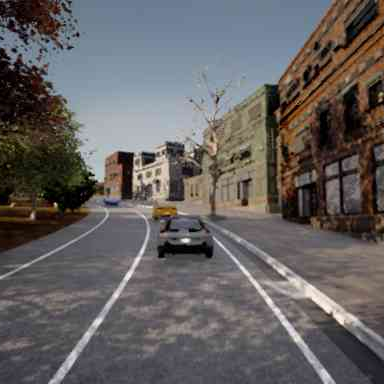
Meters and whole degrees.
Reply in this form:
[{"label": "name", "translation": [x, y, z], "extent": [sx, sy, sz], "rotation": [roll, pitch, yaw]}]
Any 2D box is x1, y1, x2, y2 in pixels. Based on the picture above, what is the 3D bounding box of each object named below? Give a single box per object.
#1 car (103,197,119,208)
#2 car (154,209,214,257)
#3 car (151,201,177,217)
[{"label": "car", "translation": [-11.986, 1.426, 49.031], "extent": [1.882, 1.535, 5.008], "rotation": [3, -1, -22]}, {"label": "car", "translation": [-0.313, 1.582, 13.012], "extent": [1.994, 1.385, 4.181], "rotation": [1, 0, -3]}, {"label": "car", "translation": [-2.452, 1.531, 29.017], "extent": [1.882, 1.535, 5.008], "rotation": [1, 0, -11]}]
